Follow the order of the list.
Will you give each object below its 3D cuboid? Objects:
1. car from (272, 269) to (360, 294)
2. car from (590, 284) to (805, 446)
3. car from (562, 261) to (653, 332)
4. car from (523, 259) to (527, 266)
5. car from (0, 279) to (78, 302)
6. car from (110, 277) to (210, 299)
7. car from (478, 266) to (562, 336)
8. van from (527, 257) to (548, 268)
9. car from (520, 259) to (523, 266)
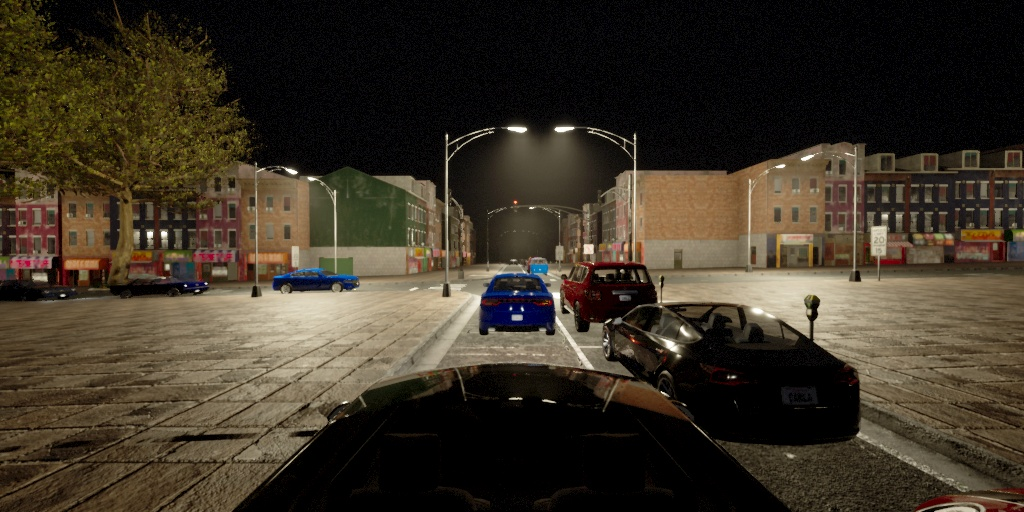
[{"bbox_3d":[-12.234,1.542,22.547,5.008,1.535,1.882,-2,1,-1],"label":"car"},{"bbox_3d":[2.648,1.315,5.356,1.948,1.339,4.313,0,0,0],"label":"car"},{"bbox_3d":[2.669,1.064,10.758,2.192,1.841,5.009,0,0,0],"label":"car"},{"bbox_3d":[2.793,1.085,42.524,2.192,1.841,5.009,0,0,0],"label":"car"},{"bbox_3d":[-30.964,2.180,22.613,5.357,1.411,2.033,-2,1,1],"label":"car"},{"bbox_3d":[-22.024,1.953,22.581,4.718,1.301,1.895,-2,1,0],"label":"car"},{"bbox_3d":[0.147,1.227,10.482,1.882,1.535,5.008,0,0,1],"label":"car"},{"bbox_3d":[2.772,1.104,37.119,1.690,1.789,3.998,0,0,0],"label":"van"},{"bbox_3d":[2.877,1.358,64.150,2.007,1.370,4.403,0,0,0],"label":"car"}]
